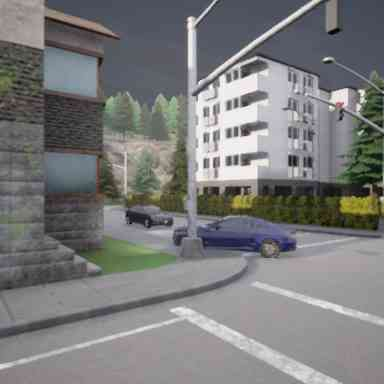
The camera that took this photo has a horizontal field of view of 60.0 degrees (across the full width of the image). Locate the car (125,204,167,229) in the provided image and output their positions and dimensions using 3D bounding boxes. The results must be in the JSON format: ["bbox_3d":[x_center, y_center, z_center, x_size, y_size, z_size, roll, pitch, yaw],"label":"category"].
[{"bbox_3d":[-3.121,1.675,23.638,1.837,1.490,4.892,0,1,-36],"label":"car"}]

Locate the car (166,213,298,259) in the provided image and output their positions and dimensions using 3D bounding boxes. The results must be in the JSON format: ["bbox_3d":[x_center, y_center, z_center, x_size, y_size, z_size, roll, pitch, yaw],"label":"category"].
[{"bbox_3d":[1.608,1.615,12.706,4.674,1.442,1.812,3,0,7],"label":"car"}]
